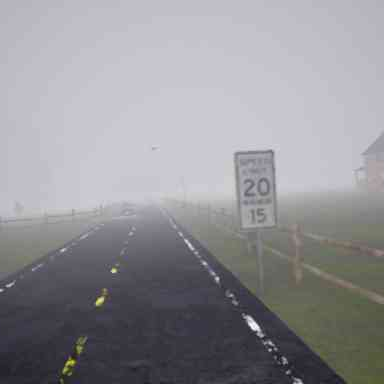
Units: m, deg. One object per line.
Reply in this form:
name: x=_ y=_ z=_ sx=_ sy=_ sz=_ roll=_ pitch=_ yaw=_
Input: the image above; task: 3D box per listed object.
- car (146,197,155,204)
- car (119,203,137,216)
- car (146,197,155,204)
car: x=-9.631 y=2.147 z=77.586 sx=1.994 sy=1.385 sz=4.181 roll=-4 pitch=0 yaw=-7
car: x=-7.609 y=2.002 z=40.057 sx=2.033 sy=1.411 sz=5.357 roll=-4 pitch=0 yaw=-7
car: x=-10.907 y=2.140 z=87.541 sx=2.128 sy=1.511 sz=4.902 roll=-4 pitch=0 yaw=-7
